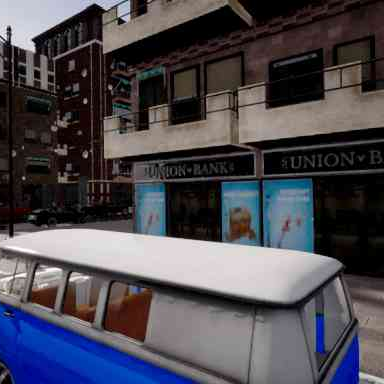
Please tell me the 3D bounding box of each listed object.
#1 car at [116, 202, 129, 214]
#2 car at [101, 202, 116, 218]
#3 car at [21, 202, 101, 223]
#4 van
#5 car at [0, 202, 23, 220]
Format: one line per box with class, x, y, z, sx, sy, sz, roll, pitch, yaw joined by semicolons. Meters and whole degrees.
car;-8.836;1.797;36.421;1.947;1.339;4.313;-2;-1;36
car;-9.862;1.647;30.620;2.128;1.511;4.902;-1;-1;36
car;-8.707;1.583;22.370;1.947;1.339;4.313;-2;-1;36
van;-0.534;1.342;3.231;3.998;1.788;1.690;0;-1;35
car;-15.479;1.608;27.310;1.967;1.590;4.097;-2;-1;36
